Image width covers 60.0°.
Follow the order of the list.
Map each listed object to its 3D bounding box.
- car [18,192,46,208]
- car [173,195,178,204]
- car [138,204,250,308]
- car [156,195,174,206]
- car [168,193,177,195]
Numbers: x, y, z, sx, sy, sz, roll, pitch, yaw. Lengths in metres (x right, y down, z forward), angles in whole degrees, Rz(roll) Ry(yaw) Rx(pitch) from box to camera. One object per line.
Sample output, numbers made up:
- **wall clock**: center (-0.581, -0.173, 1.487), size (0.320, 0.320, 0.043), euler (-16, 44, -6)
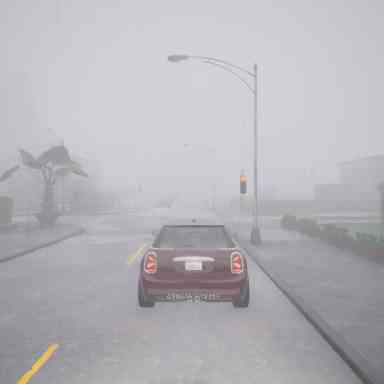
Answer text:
- **car**: center (-19.725, 0.985, 41.981), size (1.905, 1.878, 3.866), euler (0, 0, 35)
- **car**: center (-4.027, 1.601, 57.819), size (1.895, 1.301, 4.718), euler (0, 0, 0)
- **car**: center (0.051, 1.352, 8.105), size (2.097, 1.767, 4.553), euler (0, 0, 1)
- **car**: center (-4.056, 1.564, 47.917), size (1.994, 1.385, 4.181), euler (0, 0, 0)
- **car**: center (-3.948, 1.221, 68.213), size (2.150, 2.045, 5.566), euler (0, 0, 0)
